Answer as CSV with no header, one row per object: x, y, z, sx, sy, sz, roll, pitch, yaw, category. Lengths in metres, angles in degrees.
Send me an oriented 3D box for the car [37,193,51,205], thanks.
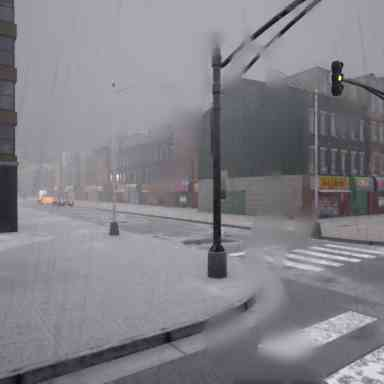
-23.806,1.163,54.049,2.097,1.767,4.553,0,0,-34,car

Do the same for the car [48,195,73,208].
-17.958,1.443,45.901,1.895,1.301,4.718,0,0,-36,car
